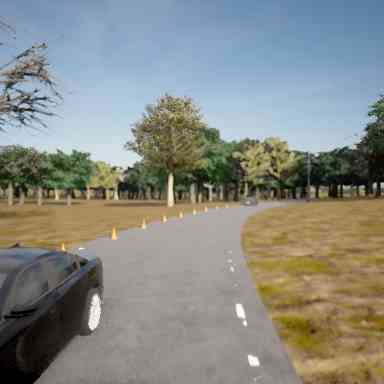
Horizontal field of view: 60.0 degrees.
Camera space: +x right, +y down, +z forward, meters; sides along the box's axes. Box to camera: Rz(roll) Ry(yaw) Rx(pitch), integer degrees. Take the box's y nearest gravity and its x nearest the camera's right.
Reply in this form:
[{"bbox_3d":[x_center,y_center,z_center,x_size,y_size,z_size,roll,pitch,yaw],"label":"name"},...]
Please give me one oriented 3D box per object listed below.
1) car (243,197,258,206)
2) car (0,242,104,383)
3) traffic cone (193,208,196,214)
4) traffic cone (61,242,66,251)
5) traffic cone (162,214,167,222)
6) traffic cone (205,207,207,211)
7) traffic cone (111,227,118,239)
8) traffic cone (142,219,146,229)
[{"bbox_3d":[9.864,1.592,55.763,1.812,1.442,4.674,1,0,23],"label":"car"},{"bbox_3d":[-2.560,1.491,3.964,1.882,1.535,5.008,0,0,2],"label":"car"},{"bbox_3d":[0.266,2.081,36.449,0.340,0.580,0.340,0,0,16],"label":"traffic cone"},{"bbox_3d":[-4.423,2.002,11.412,0.340,0.580,0.340,0,0,5],"label":"traffic cone"},{"bbox_3d":[-2.178,2.073,26.545,0.340,0.580,0.340,0,0,12],"label":"traffic cone"},{"bbox_3d":[1.769,2.074,41.324,0.340,0.580,0.340,0,0,18],"label":"traffic cone"},{"bbox_3d":[-3.866,2.033,16.484,0.340,0.580,0.340,0,0,7],"label":"traffic cone"},{"bbox_3d":[-3.117,2.057,21.531,0.340,0.580,0.340,0,0,10],"label":"traffic cone"}]
